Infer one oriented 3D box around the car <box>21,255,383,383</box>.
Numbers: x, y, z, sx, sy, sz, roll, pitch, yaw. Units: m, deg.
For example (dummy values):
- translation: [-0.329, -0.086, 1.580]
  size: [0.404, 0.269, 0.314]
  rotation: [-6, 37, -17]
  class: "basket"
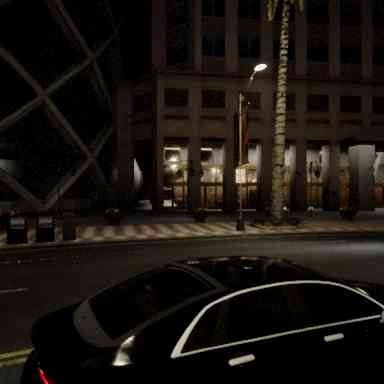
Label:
- translation: [0.842, 1.505, 3.717]
  size: [4.892, 1.490, 1.837]
  rotation: [0, 0, -26]
  class: "car"
